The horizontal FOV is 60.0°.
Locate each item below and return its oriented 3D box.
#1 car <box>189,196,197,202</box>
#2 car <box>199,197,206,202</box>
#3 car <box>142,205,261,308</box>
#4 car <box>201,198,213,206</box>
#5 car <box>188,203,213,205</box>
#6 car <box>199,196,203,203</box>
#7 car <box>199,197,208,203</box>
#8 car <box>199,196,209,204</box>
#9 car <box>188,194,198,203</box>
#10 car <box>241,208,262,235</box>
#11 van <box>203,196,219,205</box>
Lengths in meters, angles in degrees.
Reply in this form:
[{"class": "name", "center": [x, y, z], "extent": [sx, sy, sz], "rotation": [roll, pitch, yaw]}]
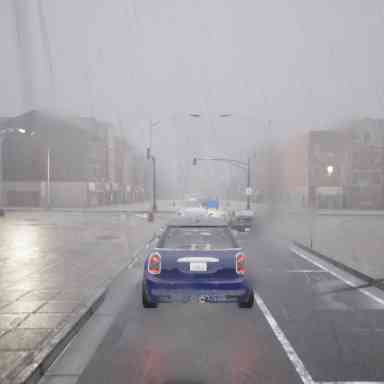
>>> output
[{"class": "car", "center": [0.167, 1.845, 85.454], "extent": [2.033, 1.411, 5.357], "rotation": [0, -1, 0]}, {"class": "car", "center": [2.800, 2.138, 92.696], "extent": [1.802, 1.307, 4.206], "rotation": [-2, -1, 0]}, {"class": "car", "center": [0.114, 1.355, 8.058], "extent": [2.097, 1.767, 4.553], "rotation": [0, 0, 0]}, {"class": "car", "center": [2.740, 1.793, 60.956], "extent": [2.008, 1.369, 4.403], "rotation": [-1, -1, 0]}, {"class": "car", "center": [0.164, 1.546, 17.878], "extent": [1.812, 1.442, 4.674], "rotation": [0, 0, 1]}, {"class": "car", "center": [2.725, 1.516, 55.669], "extent": [2.192, 1.841, 5.009], "rotation": [-1, 0, 0]}, {"class": "car", "center": [2.780, 1.982, 82.117], "extent": [1.887, 1.381, 4.507], "rotation": [-1, -1, 0]}, {"class": "car", "center": [2.767, 1.824, 76.828], "extent": [1.967, 1.590, 4.097], "rotation": [-1, -1, 0]}, {"class": "car", "center": [0.147, 1.583, 75.065], "extent": [2.150, 2.045, 5.566], "rotation": [0, -1, 0]}, {"class": "car", "center": [2.661, 1.572, 18.128], "extent": [2.008, 1.369, 4.403], "rotation": [-1, 0, 0]}, {"class": "van", "center": [2.706, 1.474, 45.087], "extent": [1.690, 1.788, 3.998], "rotation": [-1, 0, 0]}]
